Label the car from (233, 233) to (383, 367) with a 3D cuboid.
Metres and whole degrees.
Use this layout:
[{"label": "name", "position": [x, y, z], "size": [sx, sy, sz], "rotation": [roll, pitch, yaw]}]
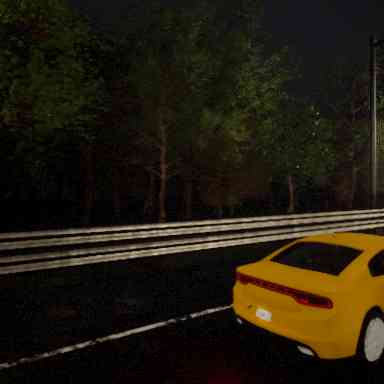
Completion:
[{"label": "car", "position": [2.969, 1.471, 5.846], "size": [5.008, 1.535, 1.882], "rotation": [0, 0, -35]}]
